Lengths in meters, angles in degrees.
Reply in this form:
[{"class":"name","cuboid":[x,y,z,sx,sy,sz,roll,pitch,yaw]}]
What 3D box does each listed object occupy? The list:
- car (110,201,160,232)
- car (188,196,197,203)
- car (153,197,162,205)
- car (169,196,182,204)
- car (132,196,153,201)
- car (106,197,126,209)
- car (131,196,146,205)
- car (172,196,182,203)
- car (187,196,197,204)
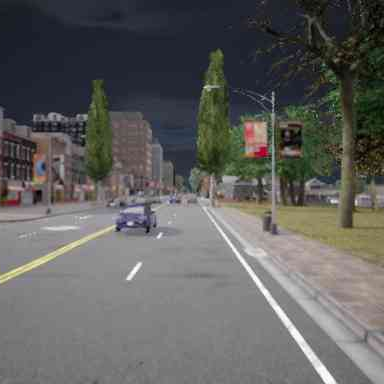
[{"class":"car","cuboid":[-3.129,1.463,19.151,1.812,1.442,4.674,0,-1,0]},{"class":"car","cuboid":[0.038,1.589,71.928,1.895,1.301,4.718,0,0,0]},{"class":"car","cuboid":[-6.508,1.540,59.662,1.994,1.385,4.181,0,0,1]},{"class":"car","cuboid":[-3.217,1.510,62.385,1.812,1.442,4.674,0,0,0]},{"class":"car","cuboid":[-6.559,1.433,42.806,1.882,1.535,5.008,0,0,0]},{"class":"car","cuboid":[-9.806,1.448,43.327,2.128,1.511,4.902,0,0,0]},{"class":"car","cuboid":[-9.745,1.485,61.040,1.837,1.490,4.892,0,0,1]},{"class":"car","cuboid":[-3.212,1.534,71.901,2.033,1.411,5.357,0,0,0]},{"class":"car","cuboid":[0.033,1.477,62.691,2.128,1.511,4.902,0,0,0]}]
